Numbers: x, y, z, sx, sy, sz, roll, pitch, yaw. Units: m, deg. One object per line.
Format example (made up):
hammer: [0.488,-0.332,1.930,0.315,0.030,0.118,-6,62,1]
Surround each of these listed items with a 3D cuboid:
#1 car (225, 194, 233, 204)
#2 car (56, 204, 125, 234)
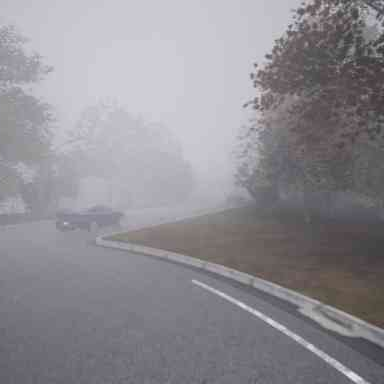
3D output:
car: [6.684,0.975,51.496,2.097,1.767,4.553,-1,0,22]
car: [-5.728,1.448,19.454,1.882,1.535,5.008,-2,0,18]
